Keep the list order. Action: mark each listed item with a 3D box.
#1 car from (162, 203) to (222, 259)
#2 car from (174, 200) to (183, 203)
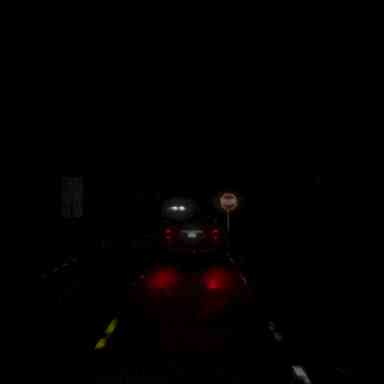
[{"bbox_3d":[0.022,1.505,13.367,2.097,1.767,4.553,0,-1,1],"label":"car"},{"bbox_3d":[-2.753,2.343,67.327,1.895,1.301,4.718,0,-1,0],"label":"car"}]
